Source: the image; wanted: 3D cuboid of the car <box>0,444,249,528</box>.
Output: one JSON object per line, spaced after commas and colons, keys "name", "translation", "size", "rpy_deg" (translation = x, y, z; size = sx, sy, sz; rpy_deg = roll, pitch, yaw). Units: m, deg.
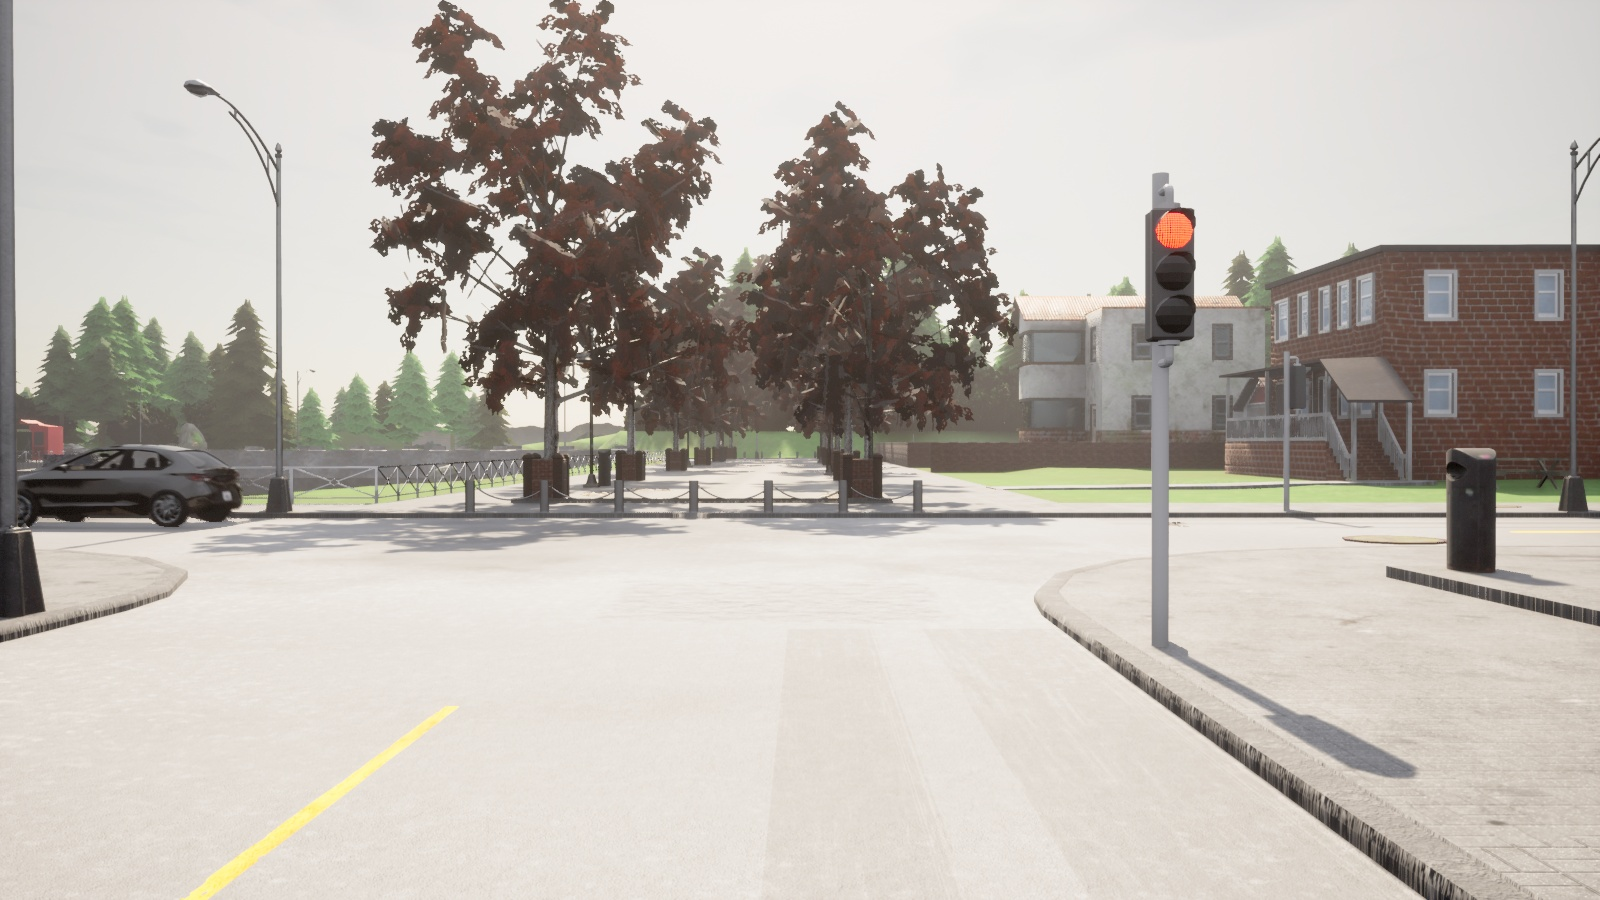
{"name": "car", "translation": [-12.582, 0.620, 22.978], "size": [4.193, 1.474, 1.816], "rpy_deg": [0, 0, 3]}
